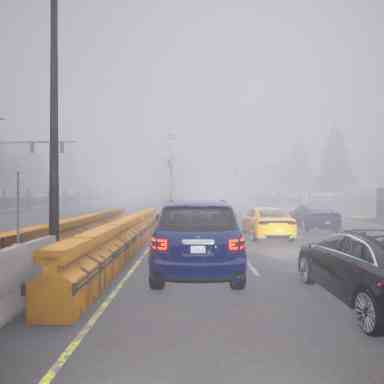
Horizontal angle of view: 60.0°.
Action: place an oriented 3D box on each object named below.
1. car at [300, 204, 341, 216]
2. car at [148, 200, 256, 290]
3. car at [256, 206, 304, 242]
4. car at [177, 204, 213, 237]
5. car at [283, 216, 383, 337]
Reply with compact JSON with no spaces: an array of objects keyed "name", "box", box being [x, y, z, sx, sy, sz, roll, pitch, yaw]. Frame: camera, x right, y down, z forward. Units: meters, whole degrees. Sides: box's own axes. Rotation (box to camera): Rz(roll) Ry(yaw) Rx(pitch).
[{"name":"car","box":[7.159,1.478,20.015,1.882,1.535,5.008,0,-1,0]},{"name":"car","box":[0.127,1.222,9.221,2.150,2.045,5.566,0,0,0]},{"name":"car","box":[3.646,1.478,16.454,1.882,1.535,5.008,0,0,0]},{"name":"car","box":[0.154,1.505,19.070,1.837,1.490,4.892,0,0,0]},{"name":"car","box":[3.615,1.492,6.612,2.128,1.511,4.902,0,0,0]}]
